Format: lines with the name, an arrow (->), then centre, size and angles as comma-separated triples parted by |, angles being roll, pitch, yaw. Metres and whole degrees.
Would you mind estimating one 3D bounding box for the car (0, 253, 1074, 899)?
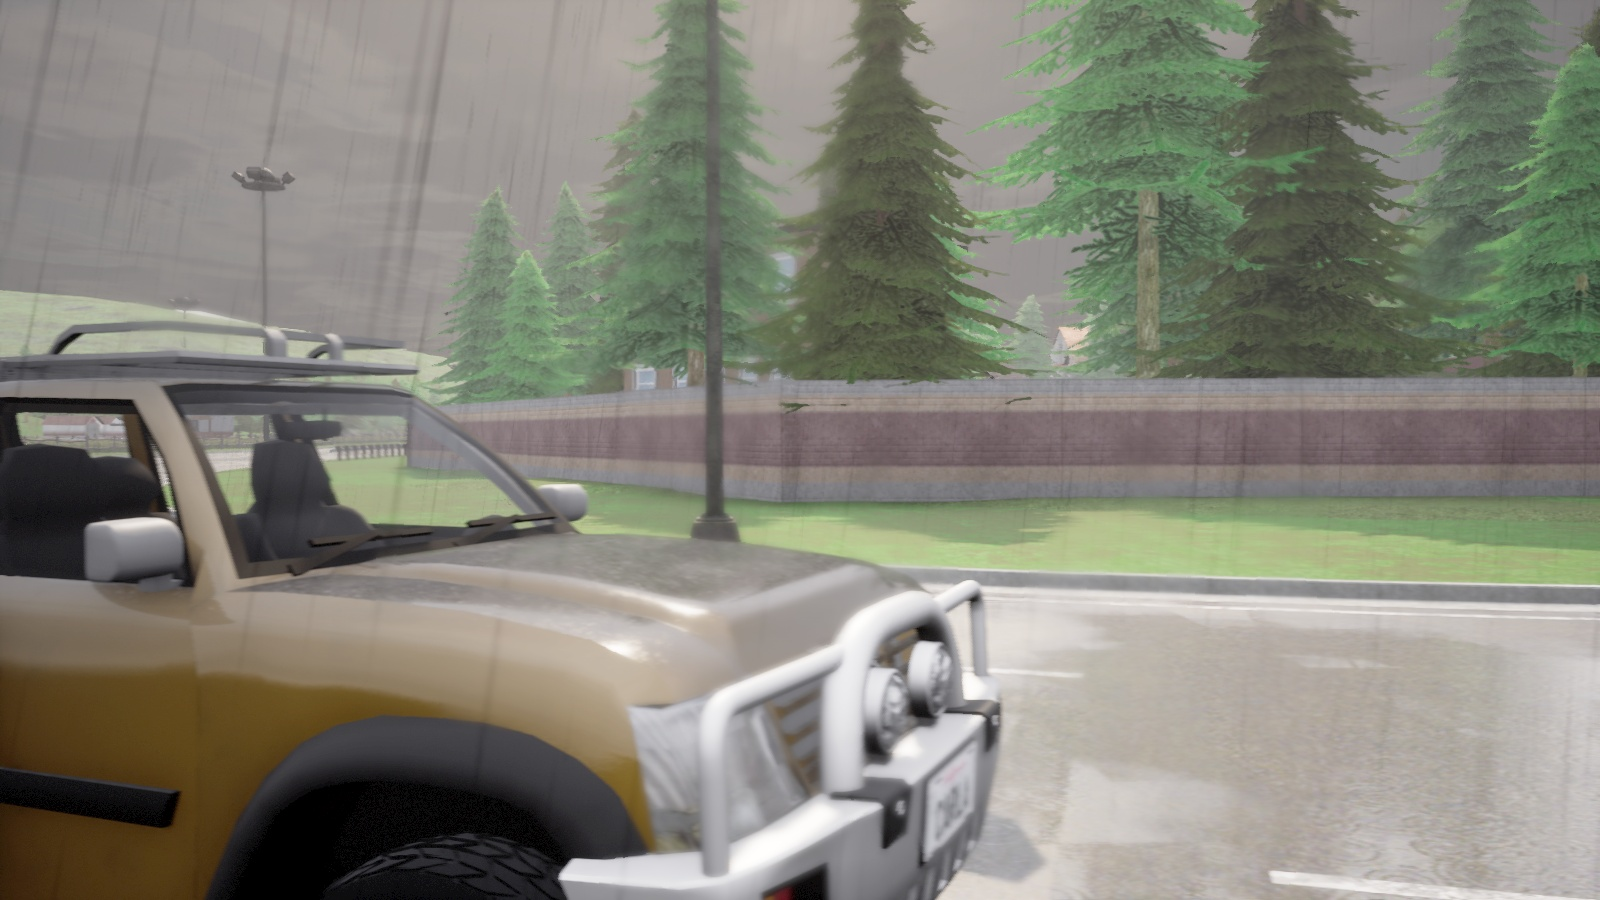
car -> -1.681, 0.581, 3.751 | 4.605, 1.855, 1.932 | 1, 1, 23
